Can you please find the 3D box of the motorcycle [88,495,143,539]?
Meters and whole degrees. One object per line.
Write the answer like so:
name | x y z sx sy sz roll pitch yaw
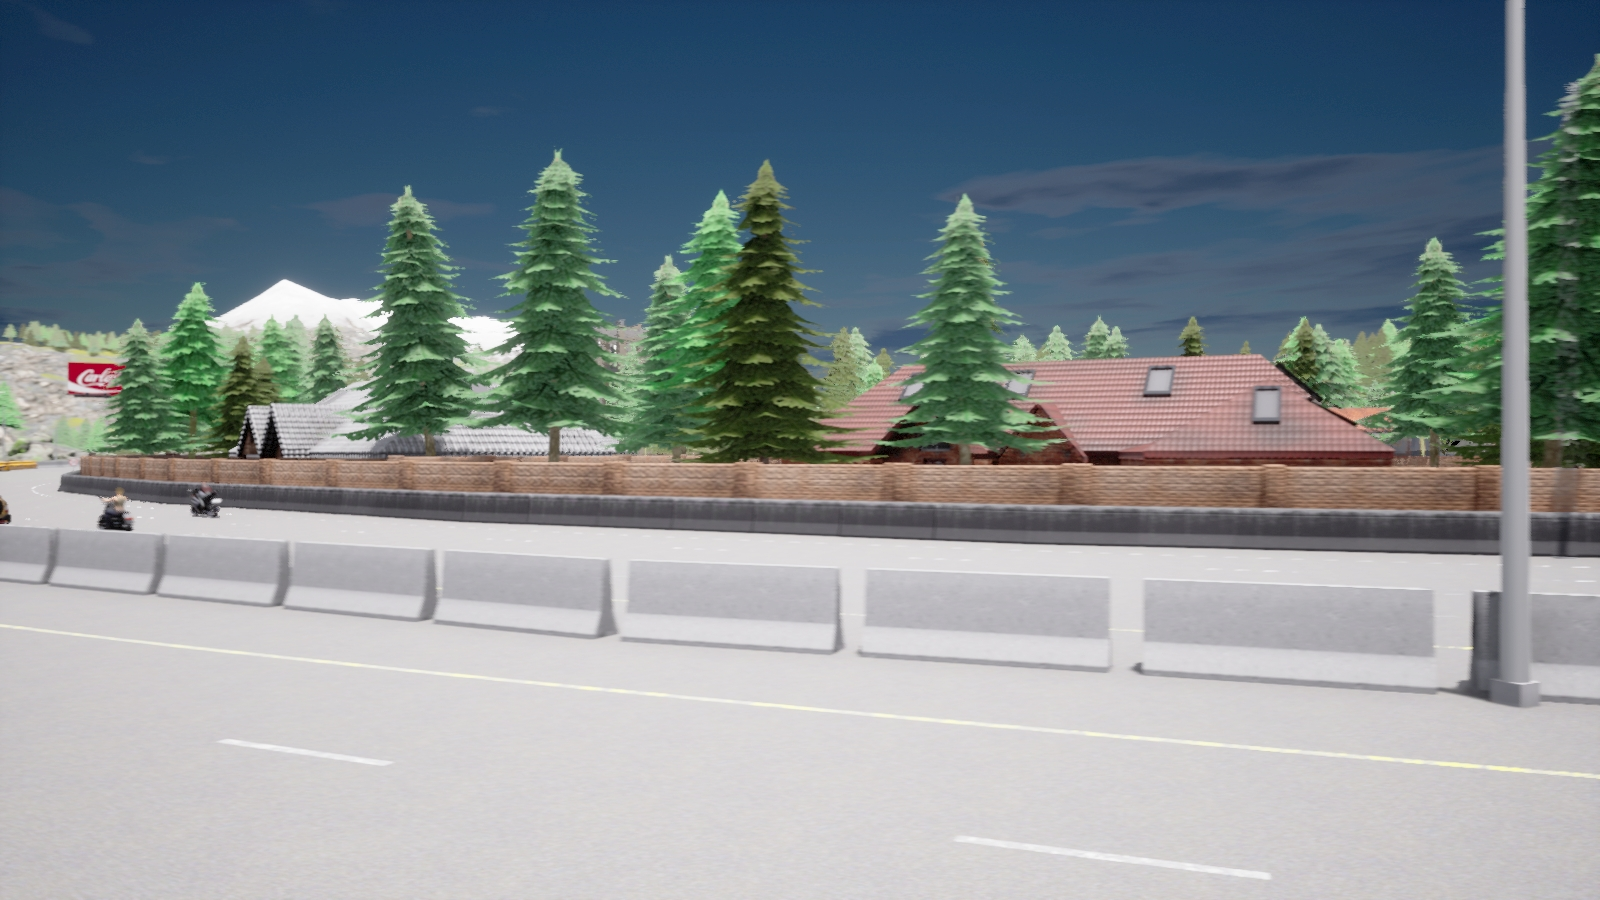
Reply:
motorcycle | -22.695 2.200 37.879 2.356 1.325 0.764 -1 0 38

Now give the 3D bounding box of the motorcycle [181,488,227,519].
motorcycle | -25.454 2.277 48.794 2.209 1.251 0.867 0 -2 37

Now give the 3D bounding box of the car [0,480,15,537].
car | -28.194 1.915 38.014 4.605 1.855 1.932 0 0 35
